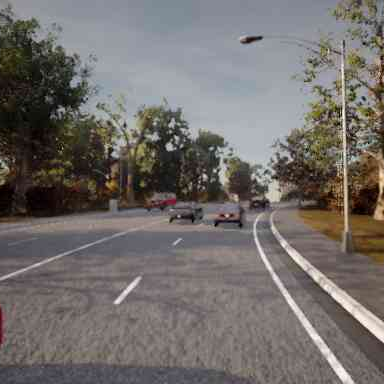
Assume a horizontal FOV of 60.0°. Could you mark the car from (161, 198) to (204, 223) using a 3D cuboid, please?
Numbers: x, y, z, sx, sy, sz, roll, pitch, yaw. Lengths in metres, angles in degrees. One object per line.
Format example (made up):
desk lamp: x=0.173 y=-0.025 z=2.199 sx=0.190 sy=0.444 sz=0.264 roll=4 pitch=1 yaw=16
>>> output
car: x=-0.355 y=1.434 z=24.905 sx=2.128 sy=1.511 sz=4.902 roll=-1 pitch=0 yaw=13

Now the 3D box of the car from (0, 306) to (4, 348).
car: x=-3.292 y=1.208 z=1.471 sx=2.150 sy=2.045 sz=5.566 roll=0 pitch=0 yaw=1

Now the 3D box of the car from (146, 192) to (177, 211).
car: x=-3.526 y=1.053 z=39.960 sx=2.150 sy=2.045 sz=5.566 roll=-1 pitch=0 yaw=19

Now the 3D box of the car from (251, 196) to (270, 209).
car: x=8.362 y=1.289 z=41.083 sx=1.882 sy=1.535 sz=5.008 roll=-1 pitch=0 yaw=21

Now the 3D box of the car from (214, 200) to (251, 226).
car: x=2.633 y=1.463 z=22.443 sx=2.033 sy=1.411 sz=5.357 roll=-1 pitch=0 yaw=12
